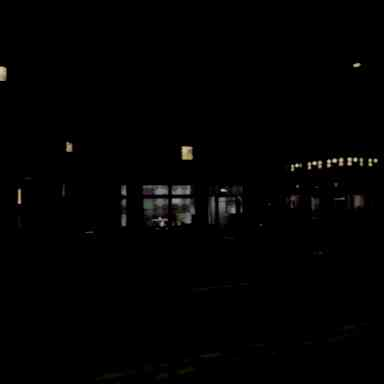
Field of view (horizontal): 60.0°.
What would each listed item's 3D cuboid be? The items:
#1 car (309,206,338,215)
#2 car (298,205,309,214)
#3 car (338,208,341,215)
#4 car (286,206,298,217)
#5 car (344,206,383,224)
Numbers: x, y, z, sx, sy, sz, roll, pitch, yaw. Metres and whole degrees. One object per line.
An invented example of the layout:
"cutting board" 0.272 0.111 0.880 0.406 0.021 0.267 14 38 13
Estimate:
"car" 19.273 2.588 47.373 1.802 1.307 4.206 -1 -1 -23
"car" 17.154 2.727 52.483 1.802 1.307 4.206 -1 -1 -23
"car" 21.392 2.417 42.261 2.008 1.369 4.403 -1 -1 -23
"car" 11.529 2.489 44.162 1.967 1.590 4.097 -1 -1 -23
"car" 16.735 2.264 31.299 1.947 1.339 4.313 -1 -1 -23
